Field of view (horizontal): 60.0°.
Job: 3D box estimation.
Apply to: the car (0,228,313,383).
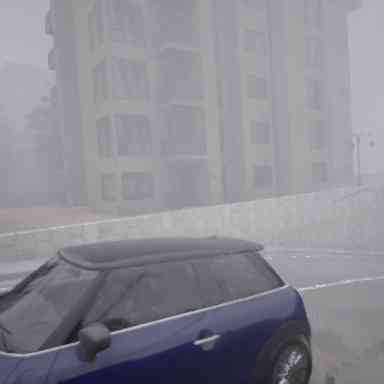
[{"bbox_3d":[-0.876,1.331,3.386,4.553,1.767,2.097,1,0,-34],"label":"car"}]
